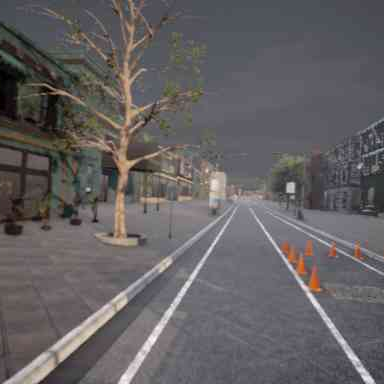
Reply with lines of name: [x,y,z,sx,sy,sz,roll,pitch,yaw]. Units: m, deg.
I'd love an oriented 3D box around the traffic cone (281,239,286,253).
traffic cone: [4.096,2.361,14.606,0.340,0.580,0.340,3,-1,9]

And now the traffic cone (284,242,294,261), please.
traffic cone: [3.794,2.319,12.630,0.340,0.580,0.340,3,-1,9]

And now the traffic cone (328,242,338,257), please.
traffic cone: [6.071,2.460,14.302,0.340,0.580,0.340,3,-1,9]

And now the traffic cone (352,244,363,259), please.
traffic cone: [7.058,2.510,14.150,0.340,0.580,0.340,3,-1,9]

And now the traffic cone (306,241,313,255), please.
traffic cone: [5.084,2.410,14.454,0.340,0.580,0.340,3,-1,9]

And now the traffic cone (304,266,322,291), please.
traffic cone: [3.189,2.237,8.676,0.340,0.580,0.340,3,-1,9]

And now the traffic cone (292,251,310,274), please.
traffic cone: [3.492,2.278,10.653,0.340,0.580,0.340,3,-1,9]
